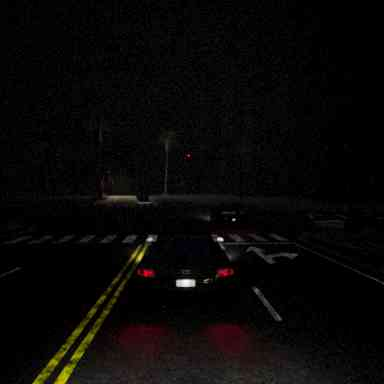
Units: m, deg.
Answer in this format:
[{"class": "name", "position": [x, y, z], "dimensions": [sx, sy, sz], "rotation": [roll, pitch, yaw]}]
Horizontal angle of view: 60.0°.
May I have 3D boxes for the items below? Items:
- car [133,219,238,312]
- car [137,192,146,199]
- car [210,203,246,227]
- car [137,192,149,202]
[{"class": "car", "position": [-0.158, 1.562, 7.812], "dimensions": [1.994, 1.385, 4.181], "rotation": [0, 0, -1]}, {"class": "car", "position": [-11.653, 0.839, 76.465], "dimensions": [1.882, 1.535, 5.008], "rotation": [0, 1, -11]}, {"class": "car", "position": [2.392, 1.473, 22.692], "dimensions": [2.128, 1.511, 4.902], "rotation": [0, 0, -4]}, {"class": "car", "position": [-8.709, 1.119, 60.394], "dimensions": [2.033, 1.411, 5.357], "rotation": [0, 1, -9]}]
